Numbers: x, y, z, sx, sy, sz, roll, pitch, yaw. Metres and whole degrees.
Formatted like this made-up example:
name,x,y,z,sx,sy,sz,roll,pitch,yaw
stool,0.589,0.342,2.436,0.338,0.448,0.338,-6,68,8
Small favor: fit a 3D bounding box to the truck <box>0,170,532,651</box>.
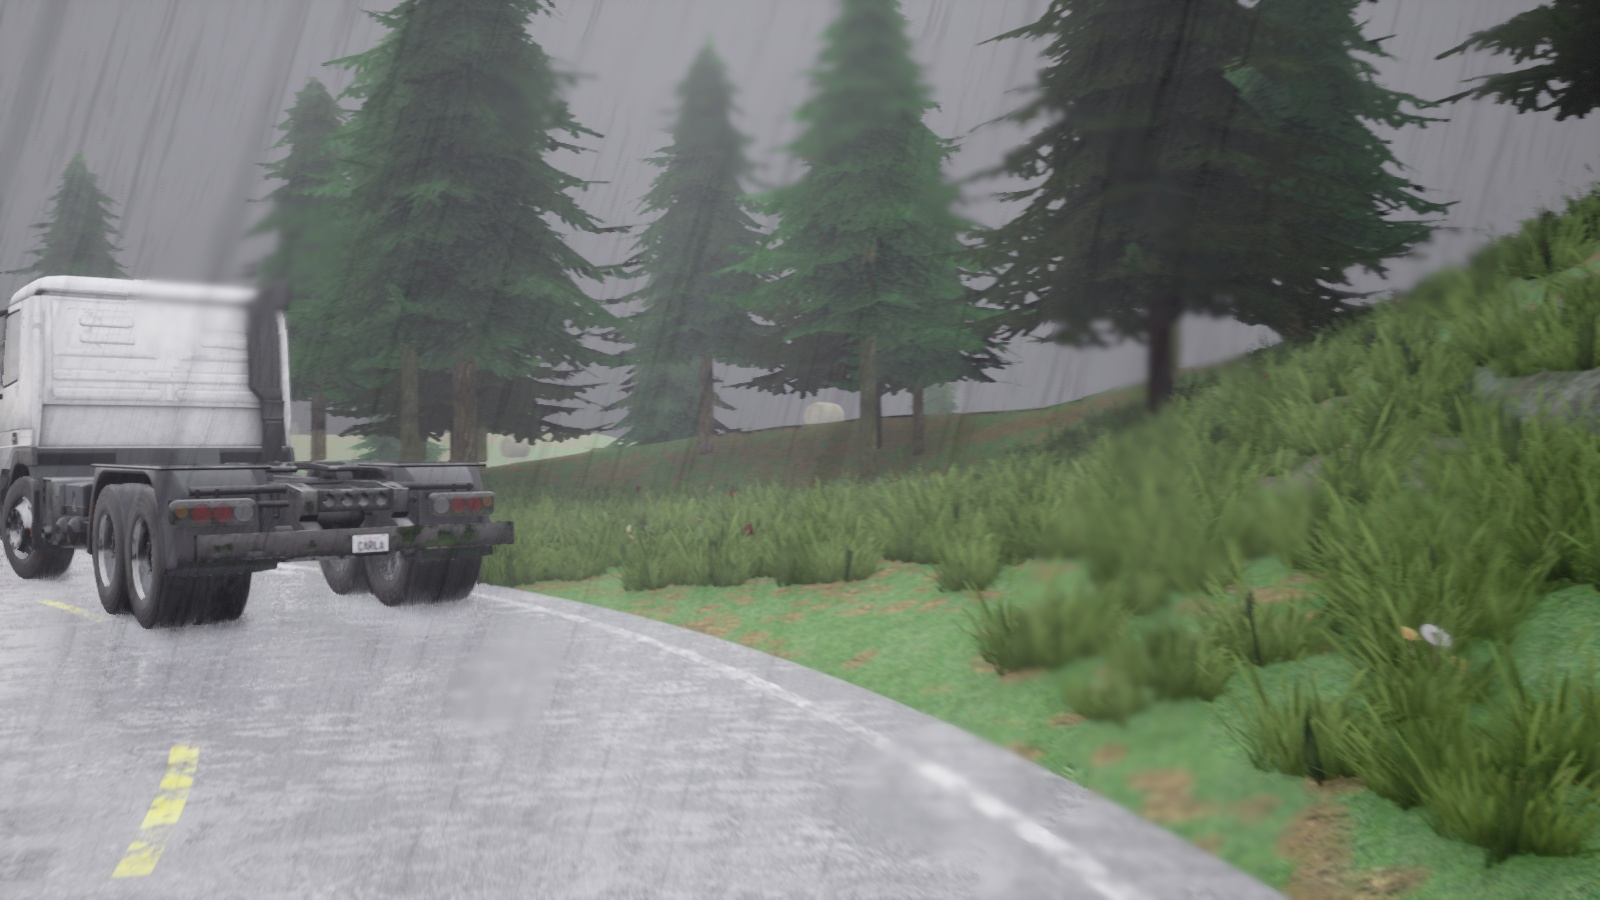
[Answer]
name,x,y,z,sx,sy,sz,roll,pitch,yaw
truck,-6.039,-0.303,12.983,2.891,3.462,7.936,0,0,-41
